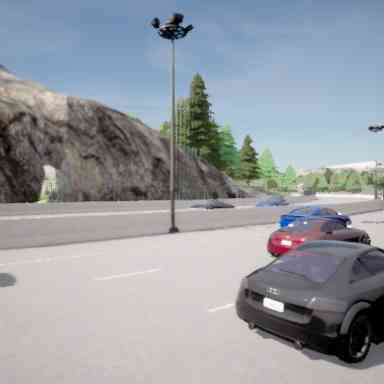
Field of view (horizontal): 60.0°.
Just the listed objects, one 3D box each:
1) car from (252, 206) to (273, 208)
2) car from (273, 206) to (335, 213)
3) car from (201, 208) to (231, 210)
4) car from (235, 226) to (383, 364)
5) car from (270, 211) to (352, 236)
[{"bbox_3d":[7.962,1.524,33.529,5.008,1.535,1.882,0,0,-44],"label":"car"},{"bbox_3d":[6.833,1.500,18.170,5.008,1.535,1.882,0,0,-40],"label":"car"},{"bbox_3d":[1.834,1.543,32.643,4.902,1.511,2.128,0,0,-42],"label":"car"},{"bbox_3d":[2.756,1.571,5.943,4.181,1.385,1.994,0,0,-37],"label":"car"},{"bbox_3d":[4.564,1.579,11.786,4.181,1.385,1.994,0,0,-39],"label":"car"}]
